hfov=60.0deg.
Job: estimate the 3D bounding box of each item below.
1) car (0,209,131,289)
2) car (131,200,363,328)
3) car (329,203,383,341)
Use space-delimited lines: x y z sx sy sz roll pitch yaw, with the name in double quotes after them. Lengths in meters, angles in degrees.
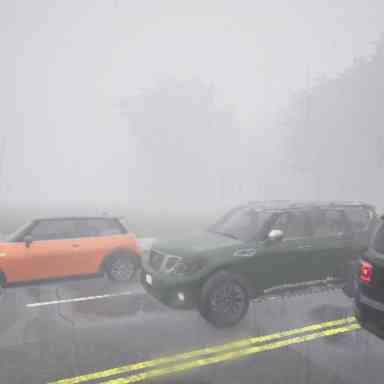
-3.564 1.352 8.312 4.553 1.767 2.097 0 0 -24 "car"
1.750 1.221 7.146 5.566 2.045 2.150 0 0 -24 "car"
4.917 1.222 4.793 5.566 2.045 2.150 0 0 -24 "car"
